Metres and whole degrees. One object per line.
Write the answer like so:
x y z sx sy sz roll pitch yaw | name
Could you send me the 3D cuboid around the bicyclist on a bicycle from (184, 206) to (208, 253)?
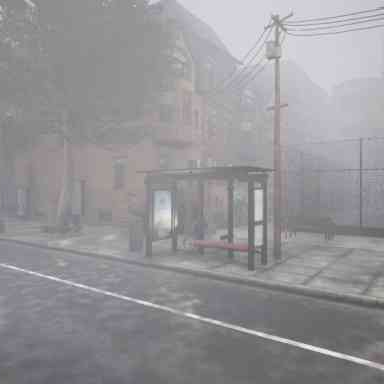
0.206 1.338 11.927 0.582 1.620 1.656 -2 -4 35 | bicyclist on a bicycle
